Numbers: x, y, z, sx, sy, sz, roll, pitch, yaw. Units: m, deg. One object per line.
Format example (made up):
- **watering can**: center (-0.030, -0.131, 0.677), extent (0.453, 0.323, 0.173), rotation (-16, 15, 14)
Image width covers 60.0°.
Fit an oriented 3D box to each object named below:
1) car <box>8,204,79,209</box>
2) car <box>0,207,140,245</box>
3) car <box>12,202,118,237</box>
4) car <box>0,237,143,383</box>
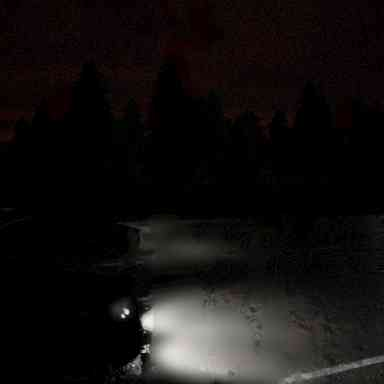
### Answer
- **car**: center (-6.930, 1.446, 13.917), extent (4.892, 1.490, 1.837), rotation (0, 0, -20)
- **car**: center (-4.258, 1.426, 11.159), extent (5.008, 1.535, 1.882), rotation (0, 0, -20)
- **car**: center (-6.630, 1.395, 17.748), extent (5.008, 1.535, 1.882), rotation (0, 0, -20)
- **car**: center (-2.764, 1.548, 4.258), extent (4.181, 1.385, 1.994), rotation (0, 0, -20)
